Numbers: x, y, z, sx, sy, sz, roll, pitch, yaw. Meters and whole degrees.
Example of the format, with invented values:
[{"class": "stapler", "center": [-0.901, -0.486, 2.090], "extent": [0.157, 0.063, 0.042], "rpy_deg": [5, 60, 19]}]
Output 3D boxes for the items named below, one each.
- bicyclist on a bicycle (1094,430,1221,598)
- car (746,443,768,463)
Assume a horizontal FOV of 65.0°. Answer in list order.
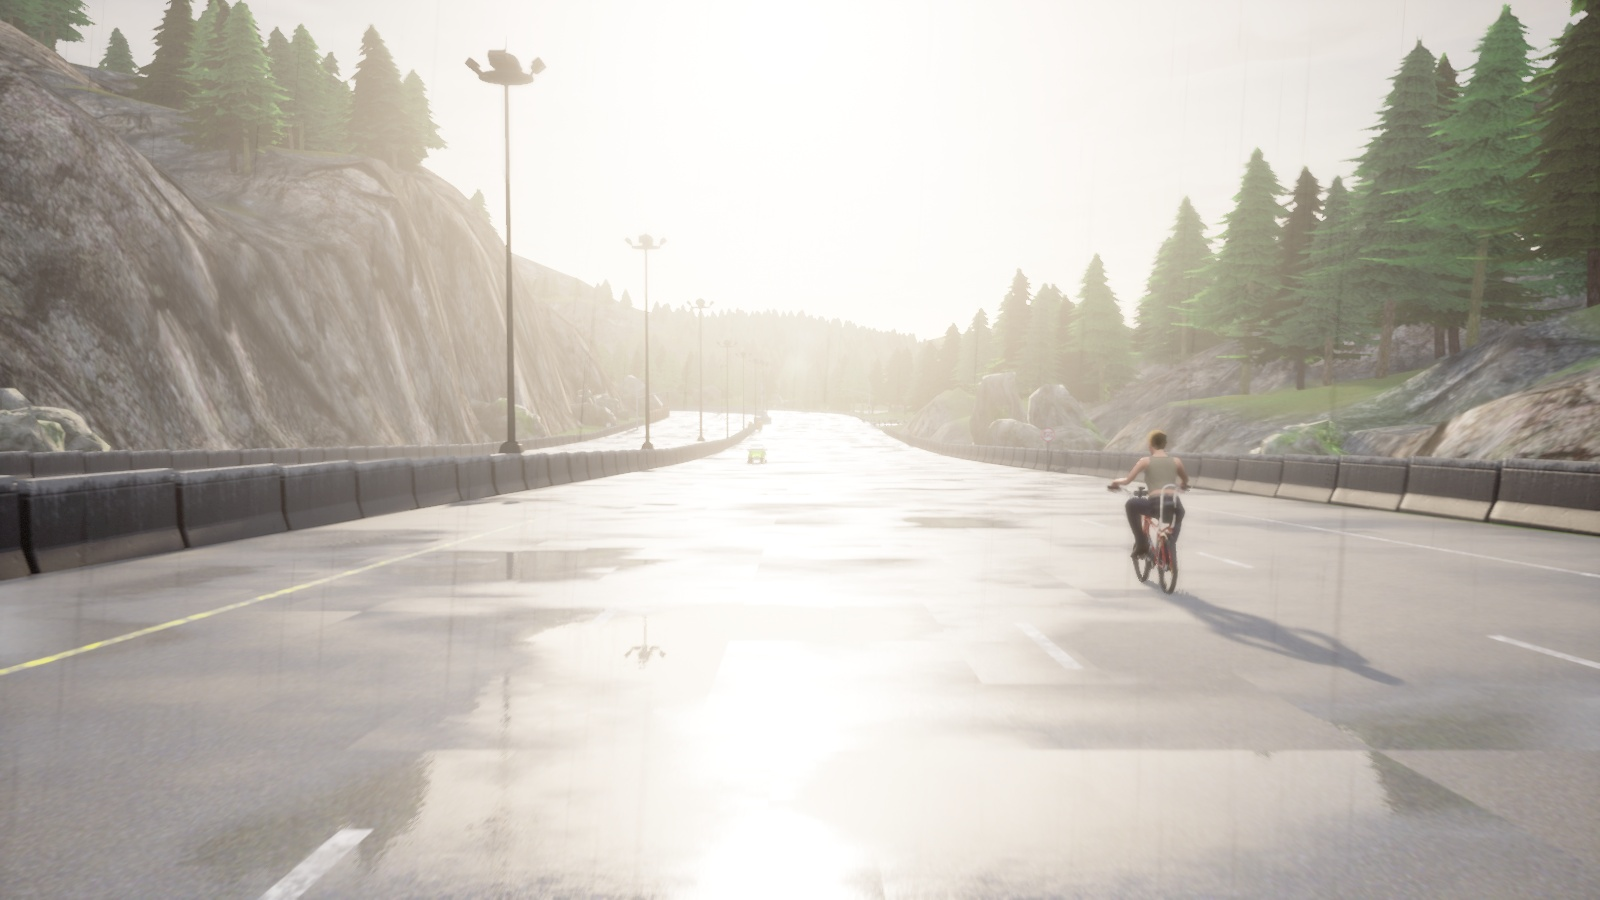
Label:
[{"class": "bicyclist on a bicycle", "center": [3.611, 0.608, 12.812], "extent": [0.866, 1.612, 1.509], "rpy_deg": [0, 0, 0]}, {"class": "car", "center": [-2.987, 0.200, 87.798], "extent": [1.481, 1.376, 2.207], "rpy_deg": [0, 1, 0]}]
